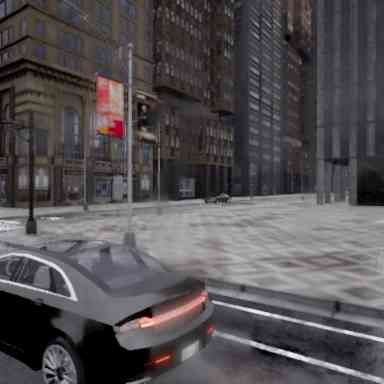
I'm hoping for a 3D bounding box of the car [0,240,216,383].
[{"bbox_3d":[-1.992,1.488,4.984,4.902,1.511,2.128,0,0,36],"label":"car"}]

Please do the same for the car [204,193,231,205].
[{"bbox_3d":[3.517,0.930,45.317,1.837,1.490,4.892,0,1,36],"label":"car"}]
